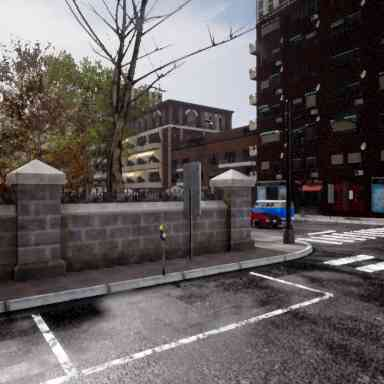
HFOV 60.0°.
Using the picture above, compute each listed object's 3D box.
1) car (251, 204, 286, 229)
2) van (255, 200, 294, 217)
[{"bbox_3d":[4.451,1.833,24.264,1.994,1.385,4.181,0,-1,-36],"label":"car"},{"bbox_3d":[7.304,1.642,30.180,1.690,1.788,3.998,-1,0,-36],"label":"van"}]
